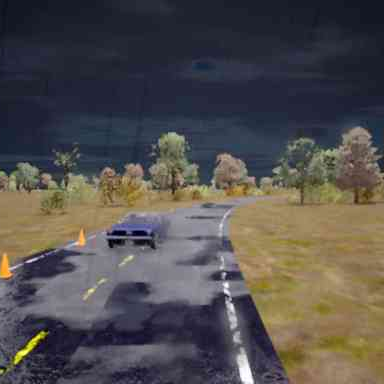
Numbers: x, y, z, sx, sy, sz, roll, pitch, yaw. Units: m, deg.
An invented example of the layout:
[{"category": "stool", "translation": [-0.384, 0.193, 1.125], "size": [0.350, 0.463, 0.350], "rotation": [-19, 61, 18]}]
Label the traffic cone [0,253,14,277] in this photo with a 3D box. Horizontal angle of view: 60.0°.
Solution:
[{"category": "traffic cone", "translation": [-4.875, 1.893, 8.681], "size": [0.340, 0.580, 0.340], "rotation": [0, 0, 3]}]

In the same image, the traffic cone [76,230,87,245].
[{"category": "traffic cone", "translation": [-4.567, 1.862, 13.738], "size": [0.340, 0.580, 0.340], "rotation": [0, 0, 4]}]

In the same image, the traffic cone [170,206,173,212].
[{"category": "traffic cone", "translation": [-2.096, 1.738, 33.843], "size": [0.340, 0.580, 0.340], "rotation": [0, 0, 10]}]

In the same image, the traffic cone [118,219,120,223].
[{"category": "traffic cone", "translation": [-4.135, 1.830, 18.785], "size": [0.340, 0.580, 0.340], "rotation": [0, 0, 6]}]

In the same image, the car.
[{"category": "car", "translation": [-2.091, 1.509, 14.116], "size": [1.895, 1.301, 4.718], "rotation": [0, 0, 4]}]
